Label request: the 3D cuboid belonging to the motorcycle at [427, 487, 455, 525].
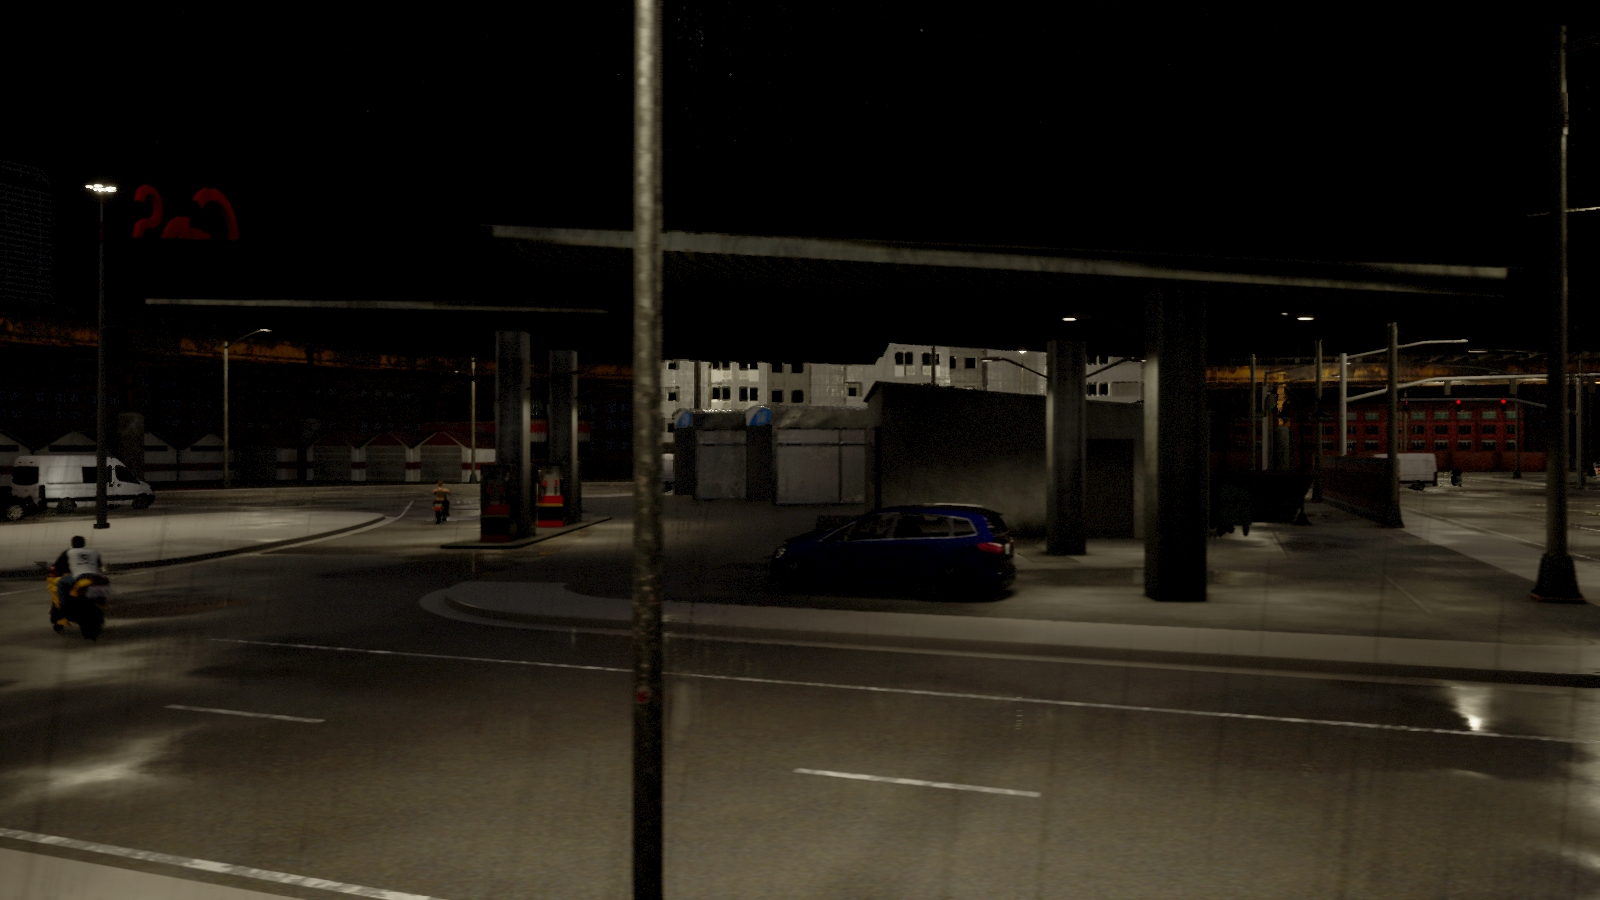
[{"bbox_3d":[-13.841,2.142,44.106,0.764,1.332,2.356,0,0,-11],"label":"motorcycle"}]
